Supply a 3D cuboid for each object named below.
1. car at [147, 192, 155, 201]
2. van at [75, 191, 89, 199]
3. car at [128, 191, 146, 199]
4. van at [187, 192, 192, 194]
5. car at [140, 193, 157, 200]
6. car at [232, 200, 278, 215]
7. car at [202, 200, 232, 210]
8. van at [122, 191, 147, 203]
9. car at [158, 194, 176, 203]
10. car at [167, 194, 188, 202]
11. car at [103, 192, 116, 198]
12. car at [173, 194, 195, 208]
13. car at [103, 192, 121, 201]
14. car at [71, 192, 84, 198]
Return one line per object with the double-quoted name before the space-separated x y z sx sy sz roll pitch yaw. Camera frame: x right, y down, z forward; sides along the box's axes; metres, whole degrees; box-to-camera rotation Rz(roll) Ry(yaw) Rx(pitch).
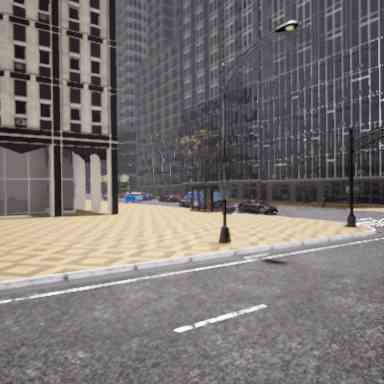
"car" -9.728 0.803 65.878 2.097 1.767 4.553 -1 1 -34
"van" -25.660 0.691 78.962 1.690 1.788 3.998 0 1 -34
"car" -12.330 0.646 74.297 2.192 1.841 5.009 0 1 -34
"van" 0.487 0.887 55.521 1.690 1.788 3.998 0 1 -34
"car" -9.125 0.967 69.606 1.802 1.307 4.206 0 1 -34
"car" 6.277 1.448 31.951 1.947 1.339 4.313 0 1 -34
"car" 3.086 1.412 36.657 1.802 1.307 4.206 0 1 -34
"van" -9.638 0.961 55.492 1.690 1.788 3.998 0 1 -34
"car" -4.170 1.108 57.744 1.994 1.385 4.181 -1 1 -35
"car" -2.716 1.075 60.218 1.802 1.307 4.206 0 1 -34
"car" -21.943 0.720 88.382 2.008 1.369 4.403 0 1 -34
"car" -0.070 1.343 41.383 1.947 1.339 4.313 0 1 -34
"car" -16.047 1.063 64.882 2.008 1.369 4.403 0 1 -34
"car" -28.864 0.736 83.657 1.967 1.590 4.097 0 1 -34
